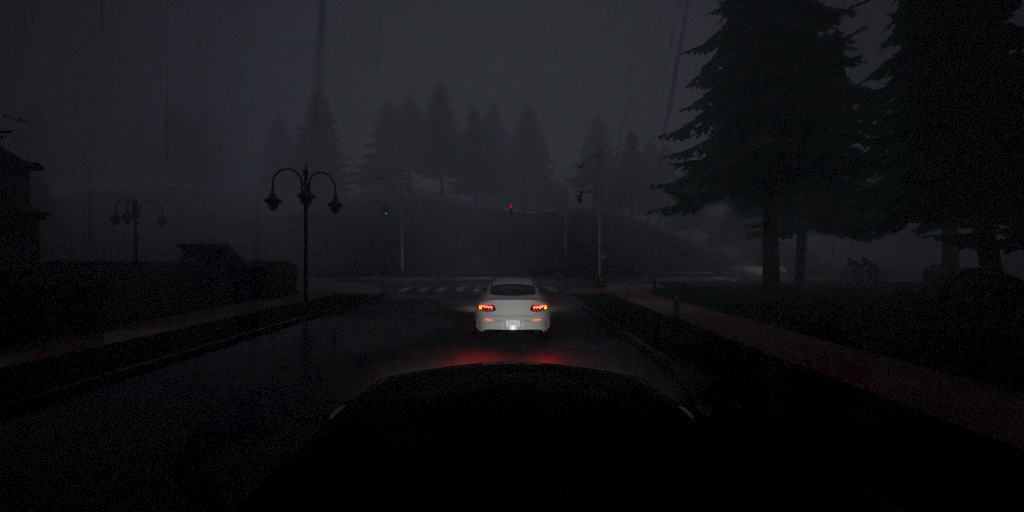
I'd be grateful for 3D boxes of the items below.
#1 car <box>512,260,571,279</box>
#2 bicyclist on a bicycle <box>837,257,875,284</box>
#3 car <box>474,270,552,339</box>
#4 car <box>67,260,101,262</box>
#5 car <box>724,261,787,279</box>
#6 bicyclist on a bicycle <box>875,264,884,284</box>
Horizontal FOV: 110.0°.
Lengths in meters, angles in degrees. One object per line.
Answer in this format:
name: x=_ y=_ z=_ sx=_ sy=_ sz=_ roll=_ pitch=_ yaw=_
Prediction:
car: x=2.375 y=1.079 z=29.821 sx=4.902 sy=1.511 sz=2.128 roll=0 pitch=0 yaw=0
bicyclist on a bicycle: x=21.130 y=0.891 z=22.247 sx=0.582 sy=1.620 sz=1.656 roll=0 pitch=0 yaw=-16
car: x=0.021 y=1.276 z=9.964 sx=1.812 sy=1.442 sz=4.674 roll=0 pitch=0 yaw=0
car: x=-35.762 y=1.092 z=29.555 sx=4.892 sy=1.490 sz=1.837 roll=0 pitch=0 yaw=0
car: x=20.280 y=1.113 z=29.927 sx=4.674 sy=1.442 sz=1.812 roll=0 pitch=0 yaw=0
bicyclist on a bicycle: x=21.777 y=0.892 z=21.987 sx=0.582 sy=1.620 sz=1.656 roll=0 pitch=0 yaw=-14
